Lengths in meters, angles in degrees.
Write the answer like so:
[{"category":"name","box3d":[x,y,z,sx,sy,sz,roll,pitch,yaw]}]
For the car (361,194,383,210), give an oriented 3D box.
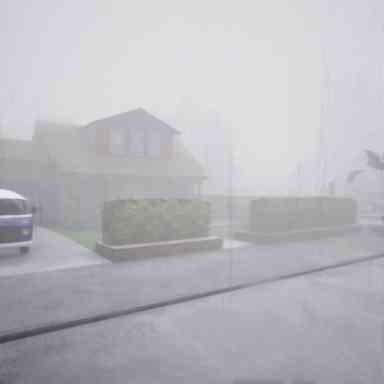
[{"category":"car","box3d":[22.572,1.176,39.931,3.866,1.878,1.905,0,0,0]}]
